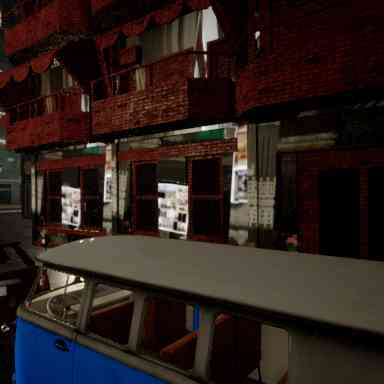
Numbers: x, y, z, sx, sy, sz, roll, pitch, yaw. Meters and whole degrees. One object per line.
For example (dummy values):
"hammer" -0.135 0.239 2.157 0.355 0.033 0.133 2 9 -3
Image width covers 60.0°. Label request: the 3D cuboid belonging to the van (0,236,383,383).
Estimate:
"van" 0.200 1.341 2.592 3.998 1.788 1.690 0 -1 36
